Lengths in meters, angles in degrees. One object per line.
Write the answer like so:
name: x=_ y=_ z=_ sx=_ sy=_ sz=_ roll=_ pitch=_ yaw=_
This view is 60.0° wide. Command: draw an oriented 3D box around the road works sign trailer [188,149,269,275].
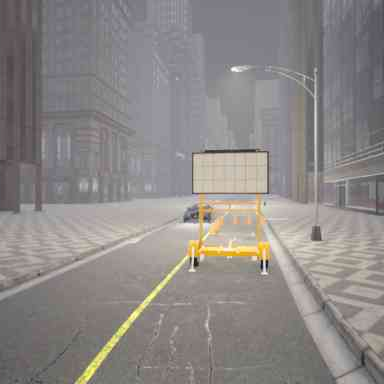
road works sign trailer: x=1.215 y=0.459 z=10.613 sx=2.380 sy=3.560 sz=2.880 roll=0 pitch=0 yaw=9

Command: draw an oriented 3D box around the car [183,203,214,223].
car: x=0.592 y=1.544 z=25.321 sx=1.994 sy=1.385 sz=4.181 roll=0 pitch=0 yaw=9
